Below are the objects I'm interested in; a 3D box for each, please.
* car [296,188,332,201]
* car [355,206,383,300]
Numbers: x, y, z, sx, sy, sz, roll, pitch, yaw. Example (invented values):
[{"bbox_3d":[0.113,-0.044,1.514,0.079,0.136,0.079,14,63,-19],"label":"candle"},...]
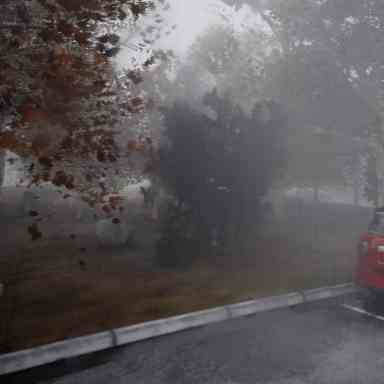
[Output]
[{"bbox_3d":[15.718,0.256,43.119,2.033,1.411,5.357,2,3,-16],"label":"car"},{"bbox_3d":[5.903,1.252,6.807,5.566,2.045,2.435,0,0,-25],"label":"car"}]
